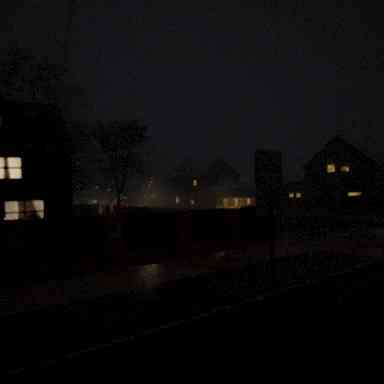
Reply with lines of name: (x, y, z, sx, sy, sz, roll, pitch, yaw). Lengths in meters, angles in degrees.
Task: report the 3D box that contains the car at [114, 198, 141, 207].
car: (-8.734, 1.797, 44.288, 2.150, 2.045, 5.566, -2, 0, -31)
